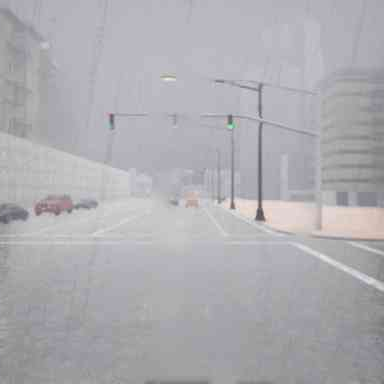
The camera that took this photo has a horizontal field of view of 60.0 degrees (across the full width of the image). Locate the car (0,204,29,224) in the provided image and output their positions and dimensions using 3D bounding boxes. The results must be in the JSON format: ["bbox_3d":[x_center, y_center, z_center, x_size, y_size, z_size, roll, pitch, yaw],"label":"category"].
[{"bbox_3d":[-14.088,1.602,25.084,1.994,1.385,4.181,0,0,0],"label":"car"}]

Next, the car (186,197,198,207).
[{"bbox_3d":[0.013,1.557,54.323,1.882,1.535,5.008,0,0,0],"label":"car"}]

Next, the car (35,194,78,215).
[{"bbox_3d":[-14.080,1.273,34.366,2.150,2.045,5.566,0,0,0],"label":"car"}]

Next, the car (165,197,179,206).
[{"bbox_3d":[-3.399,1.606,55.326,1.812,1.442,4.674,0,0,0],"label":"car"}]

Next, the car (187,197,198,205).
[{"bbox_3d":[0.015,1.642,64.741,2.033,1.411,5.357,0,0,0],"label":"car"}]

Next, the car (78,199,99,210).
[{"bbox_3d":[-14.066,1.614,44.758,2.033,1.411,5.357,0,0,0],"label":"car"}]

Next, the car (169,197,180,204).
[{"bbox_3d":[-3.484,1.696,65.562,1.895,1.301,4.718,0,0,0],"label":"car"}]
